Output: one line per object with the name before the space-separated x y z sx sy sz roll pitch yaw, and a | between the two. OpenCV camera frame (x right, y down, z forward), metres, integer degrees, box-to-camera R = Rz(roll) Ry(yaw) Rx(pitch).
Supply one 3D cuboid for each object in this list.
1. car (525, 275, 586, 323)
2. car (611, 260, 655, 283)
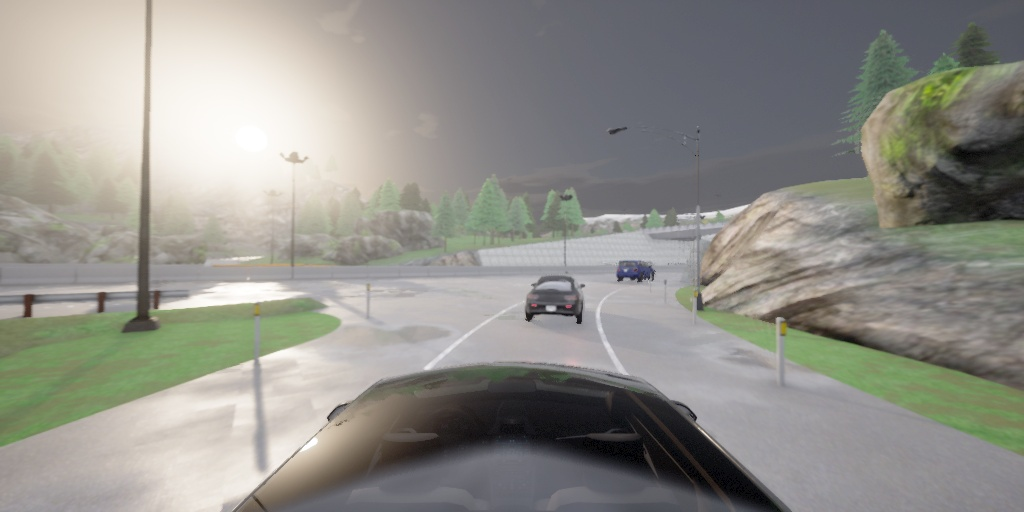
car | 1.620 1.414 12.869 1.812 1.442 4.674 0 -1 12
car | 11.870 1.435 34.285 2.150 2.045 5.566 0 -1 38
